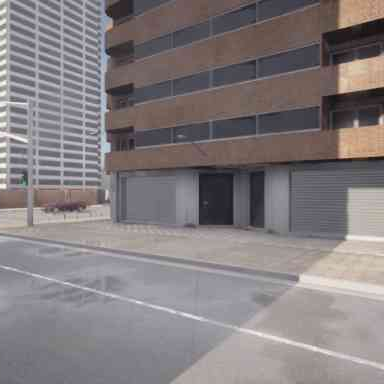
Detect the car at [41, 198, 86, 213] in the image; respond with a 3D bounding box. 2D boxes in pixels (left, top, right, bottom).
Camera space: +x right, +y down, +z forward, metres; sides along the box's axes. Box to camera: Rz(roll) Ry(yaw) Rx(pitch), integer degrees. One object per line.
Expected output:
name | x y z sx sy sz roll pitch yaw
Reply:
car | -14.137 1.478 36.903 1.882 1.535 5.008 0 0 35
